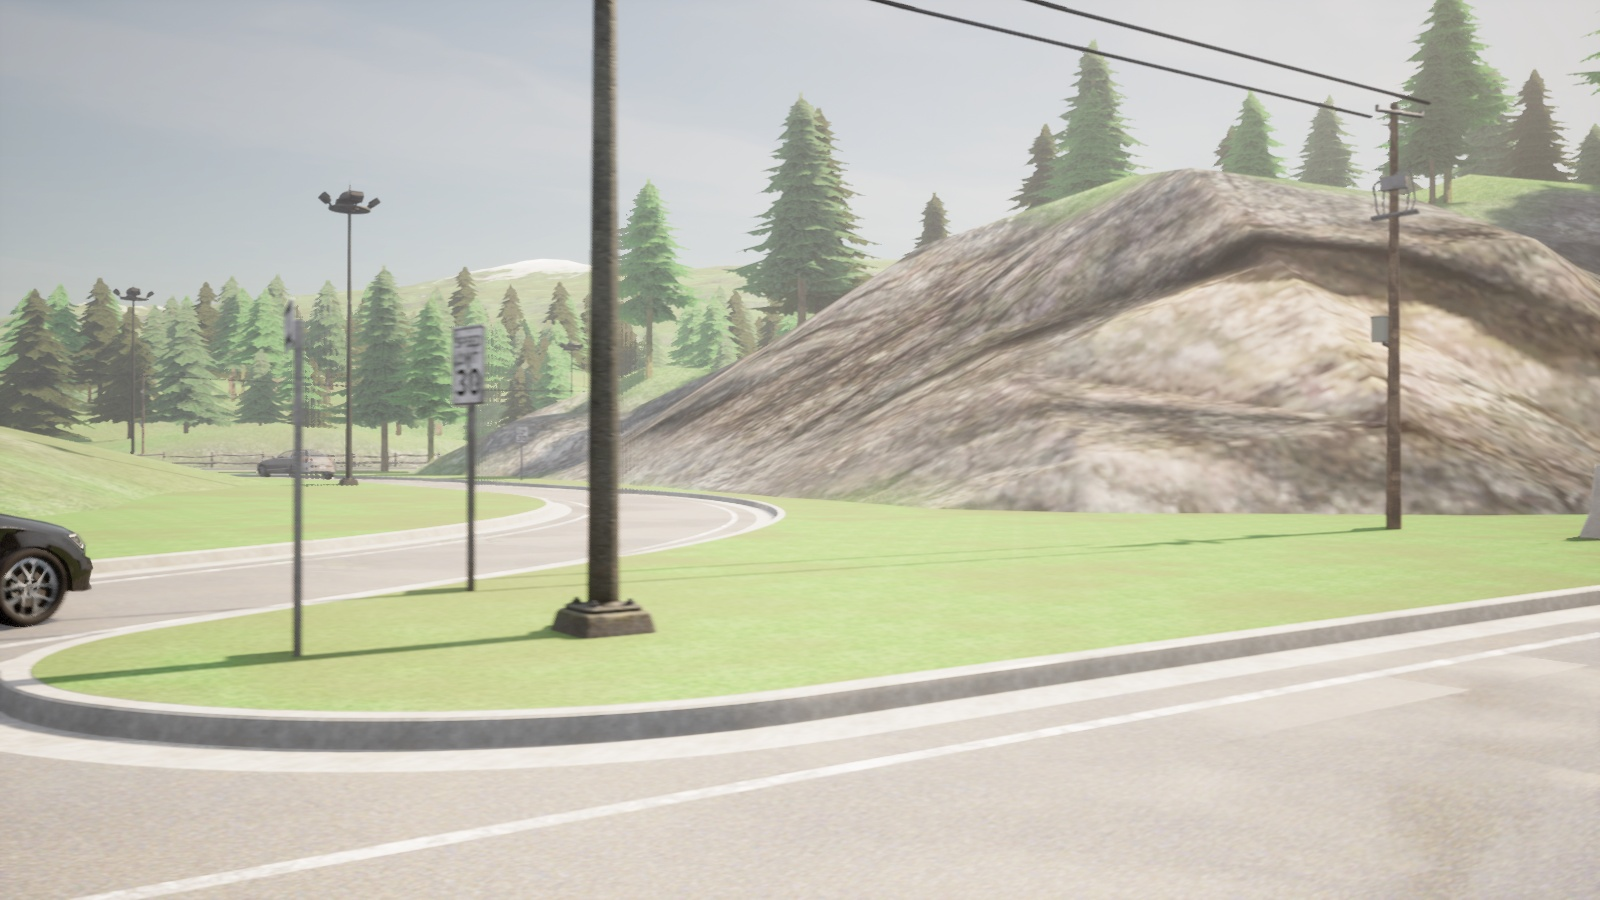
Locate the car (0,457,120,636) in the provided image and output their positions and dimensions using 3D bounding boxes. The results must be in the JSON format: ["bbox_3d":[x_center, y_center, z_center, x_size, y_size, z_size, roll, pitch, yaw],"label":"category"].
[{"bbox_3d":[-7.846,0.799,9.806,1.816,1.474,4.193,0,0,25],"label":"car"}]

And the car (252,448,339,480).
[{"bbox_3d":[-27.680,0.751,68.805,5.027,1.651,2.152,0,0,37],"label":"car"}]
